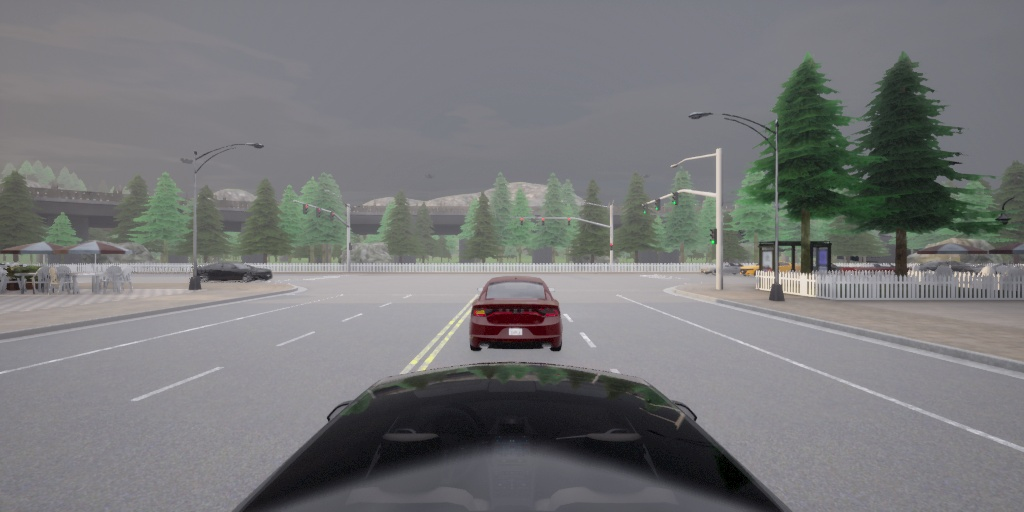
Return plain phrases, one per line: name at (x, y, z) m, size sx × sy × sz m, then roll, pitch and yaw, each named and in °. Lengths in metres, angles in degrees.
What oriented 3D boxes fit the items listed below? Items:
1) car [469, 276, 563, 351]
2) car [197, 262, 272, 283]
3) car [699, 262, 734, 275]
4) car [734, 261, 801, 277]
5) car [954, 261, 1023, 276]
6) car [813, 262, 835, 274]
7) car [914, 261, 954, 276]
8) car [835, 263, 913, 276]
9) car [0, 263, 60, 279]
car at (0.103, 1.228, 9.002) m, size 1.882 × 1.535 × 5.008 m, roll 0°, pitch 0°, yaw 1°
car at (-20.333, 1.172, 26.253) m, size 5.008 × 1.535 × 1.882 m, roll 0°, pitch 0°, yaw 0°
car at (21.882, 1.295, 36.659) m, size 4.718 × 1.301 × 1.895 m, roll 0°, pitch 0°, yaw 1°
car at (23.818, 1.172, 33.127) m, size 5.008 × 1.535 × 1.882 m, roll 0°, pitch 0°, yaw 1°
car at (43.004, 1.258, 31.788) m, size 4.181 × 1.385 × 1.994 m, roll 0°, pitch 0°, yaw 14°
car at (31.051, 1.295, 36.510) m, size 4.718 × 1.301 × 1.895 m, roll 0°, pitch 0°, yaw 2°
car at (42.159, 1.198, 35.515) m, size 4.892 × 1.490 × 1.837 m, roll 0°, pitch 0°, yaw 11°
car at (33.121, 1.295, 32.935) m, size 4.718 × 1.301 × 1.895 m, roll 0°, pitch 0°, yaw 2°
car at (-35.932, 1.220, 26.046) m, size 4.674 × 1.442 × 1.812 m, roll 0°, pitch 0°, yaw -5°
